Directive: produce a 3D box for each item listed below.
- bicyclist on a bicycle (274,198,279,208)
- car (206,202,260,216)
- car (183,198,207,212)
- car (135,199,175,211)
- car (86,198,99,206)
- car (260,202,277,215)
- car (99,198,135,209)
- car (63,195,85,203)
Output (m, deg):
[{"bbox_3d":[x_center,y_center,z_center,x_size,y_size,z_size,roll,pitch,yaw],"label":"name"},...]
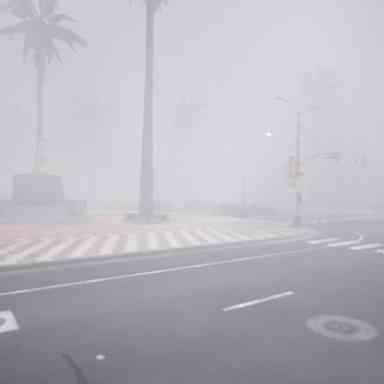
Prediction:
[{"bbox_3d":[13.510,1.773,53.143,0.582,1.620,1.656,0,0,42],"label":"bicyclist on a bicycle"},{"bbox_3d":[4.387,1.826,36.481,2.033,1.411,5.357,1,0,-38],"label":"car"},{"bbox_3d":[1.057,1.650,44.187,4.553,1.767,2.097,0,0,35],"label":"car"},{"bbox_3d":[-4.502,1.733,43.671,4.902,1.511,2.128,1,0,27],"label":"car"},{"bbox_3d":[-17.596,1.706,57.829,4.902,1.511,2.128,1,0,2],"label":"car"},{"bbox_3d":[7.448,1.842,38.007,1.812,1.442,4.674,1,0,-39],"label":"car"},{"bbox_3d":[-10.749,1.703,49.773,5.008,1.535,1.882,0,0,13],"label":"car"},{"bbox_3d":[-18.751,1.359,47.396,5.566,2.045,2.150,0,-1,1],"label":"car"}]
